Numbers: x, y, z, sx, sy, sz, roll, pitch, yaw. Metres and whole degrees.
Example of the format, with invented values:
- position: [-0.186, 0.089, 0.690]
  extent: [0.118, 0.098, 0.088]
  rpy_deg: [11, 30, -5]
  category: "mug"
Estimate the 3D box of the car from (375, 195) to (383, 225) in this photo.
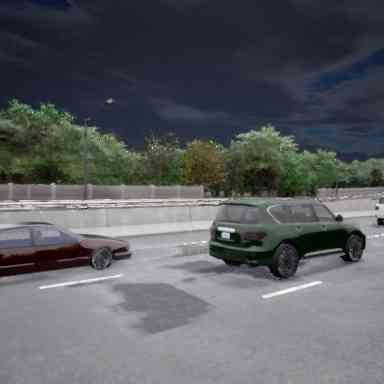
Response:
- position: [14.765, 1.230, 22.883]
  extent: [5.566, 2.045, 2.150]
  rpy_deg: [0, 0, -36]
  category: "car"

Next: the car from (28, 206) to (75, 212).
- position: [-8.427, 1.549, 19.466]
  extent: [5.357, 1.411, 2.033]
  rpy_deg: [0, 0, -35]
  category: "car"

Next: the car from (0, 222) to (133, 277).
- position: [-4.412, 1.548, 9.198]
  extent: [5.357, 1.411, 2.033]
  rpy_deg: [0, 0, -36]
  category: "car"

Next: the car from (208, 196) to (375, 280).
- position: [3.067, 1.224, 10.236]
  extent: [5.566, 2.045, 2.150]
  rpy_deg: [0, 0, -36]
  category: "car"
